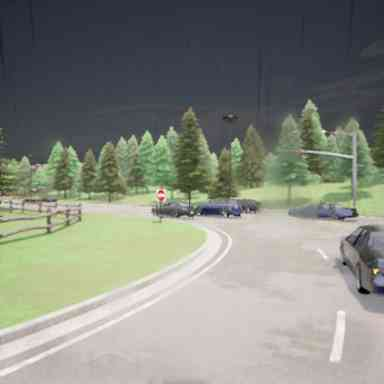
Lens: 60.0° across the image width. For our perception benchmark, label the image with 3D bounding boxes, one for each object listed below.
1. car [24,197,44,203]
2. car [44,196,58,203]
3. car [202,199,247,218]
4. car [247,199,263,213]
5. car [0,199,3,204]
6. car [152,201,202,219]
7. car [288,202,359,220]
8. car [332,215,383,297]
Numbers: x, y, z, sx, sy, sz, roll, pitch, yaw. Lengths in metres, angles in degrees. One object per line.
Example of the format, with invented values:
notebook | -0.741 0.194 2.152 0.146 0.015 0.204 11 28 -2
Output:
car | -32.854 1.670 68.469 4.718 1.301 1.895 0 0 43
car | -30.457 1.616 71.020 5.357 1.411 2.033 0 0 43
car | 2.327 1.377 30.416 4.553 1.767 2.097 0 0 43
car | 5.545 1.533 37.012 4.892 1.490 1.837 0 0 43
car | -37.931 1.669 63.642 4.718 1.301 1.895 0 0 43
car | -1.635 1.551 29.303 1.812 1.442 4.674 1 -1 -44
car | 10.684 1.565 27.315 5.357 1.411 2.033 0 0 43
car | 4.970 1.552 8.421 2.033 1.411 5.357 0 0 18
